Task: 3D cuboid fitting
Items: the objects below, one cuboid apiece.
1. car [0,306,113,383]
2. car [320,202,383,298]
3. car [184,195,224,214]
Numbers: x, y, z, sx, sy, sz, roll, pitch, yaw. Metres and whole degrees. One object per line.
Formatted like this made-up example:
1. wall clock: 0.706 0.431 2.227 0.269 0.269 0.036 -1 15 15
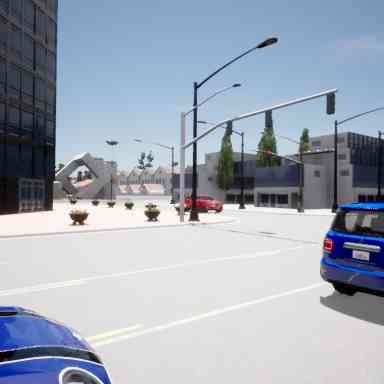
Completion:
1. car: -2.700 1.352 1.818 4.553 1.767 2.097 0 0 -35
2. car: 5.232 1.240 7.526 5.566 2.045 2.150 0 0 -35
3. car: 1.140 1.314 37.025 2.150 2.045 5.566 1 0 -35
